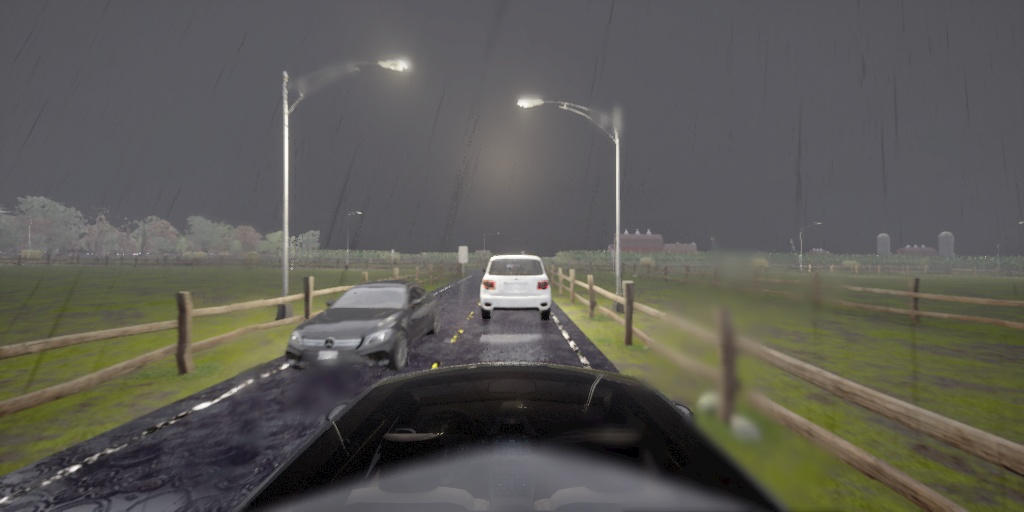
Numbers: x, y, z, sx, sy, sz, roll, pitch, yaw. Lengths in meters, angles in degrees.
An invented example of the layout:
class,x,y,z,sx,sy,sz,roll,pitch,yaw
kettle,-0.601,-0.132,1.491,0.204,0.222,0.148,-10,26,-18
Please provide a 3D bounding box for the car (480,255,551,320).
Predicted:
class,x,y,z,sx,sy,sz,roll,pitch,yaw
car,0.103,0.988,12.858,2.150,2.045,5.566,0,0,0

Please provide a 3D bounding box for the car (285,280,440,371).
class,x,y,z,sx,sy,sz,roll,pitch,yaw
car,-2.819,1.283,7.857,1.812,1.442,4.674,0,0,0
